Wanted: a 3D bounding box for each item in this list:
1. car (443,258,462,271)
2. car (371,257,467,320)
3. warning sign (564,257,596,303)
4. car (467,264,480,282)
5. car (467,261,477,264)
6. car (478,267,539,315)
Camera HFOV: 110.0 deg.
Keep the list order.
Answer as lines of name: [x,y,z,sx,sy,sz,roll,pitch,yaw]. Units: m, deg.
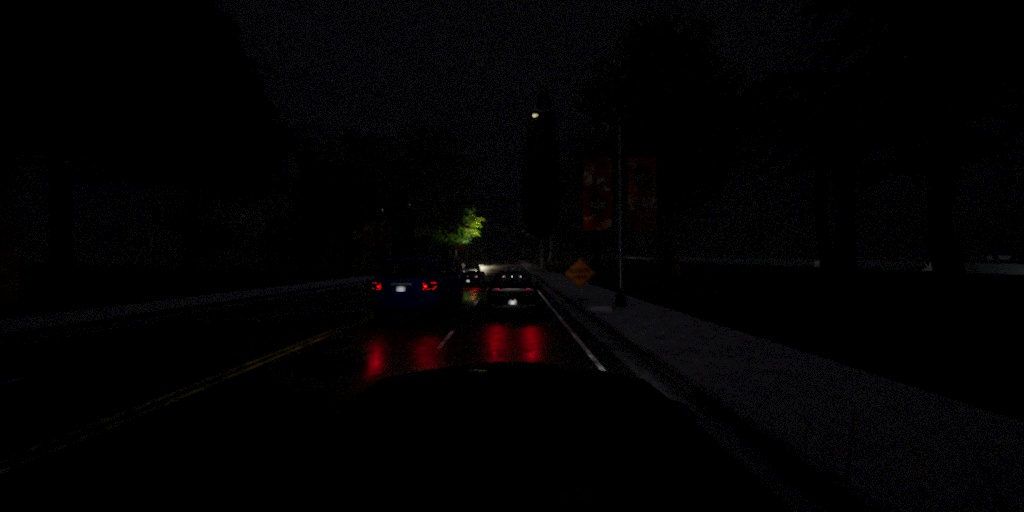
car: [-9.811,1.323,59.742,2.150,2.045,5.566,0,0,1]
car: [-3.225,1.071,13.150,2.150,2.045,5.566,0,0,0]
warning sign: [2.845,0.977,14.876,1.300,1.860,1.060,0,0,0]
car: [-3.224,1.566,28.638,1.895,1.301,4.718,0,0,1]
car: [-6.581,1.592,58.663,2.128,1.511,4.902,0,0,0]
car: [0.038,1.348,14.268,2.128,1.511,4.902,0,0,0]
